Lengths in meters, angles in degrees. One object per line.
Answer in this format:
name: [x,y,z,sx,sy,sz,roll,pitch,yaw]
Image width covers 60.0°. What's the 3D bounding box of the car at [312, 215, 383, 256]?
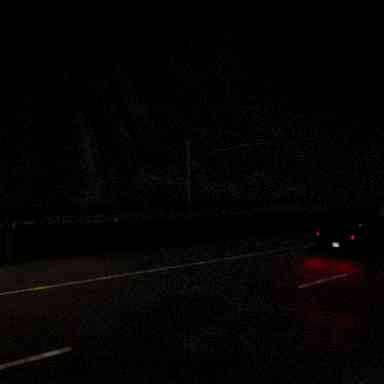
car: [6.881,1.558,13.008,4.718,1.301,1.895,0,0,-35]
